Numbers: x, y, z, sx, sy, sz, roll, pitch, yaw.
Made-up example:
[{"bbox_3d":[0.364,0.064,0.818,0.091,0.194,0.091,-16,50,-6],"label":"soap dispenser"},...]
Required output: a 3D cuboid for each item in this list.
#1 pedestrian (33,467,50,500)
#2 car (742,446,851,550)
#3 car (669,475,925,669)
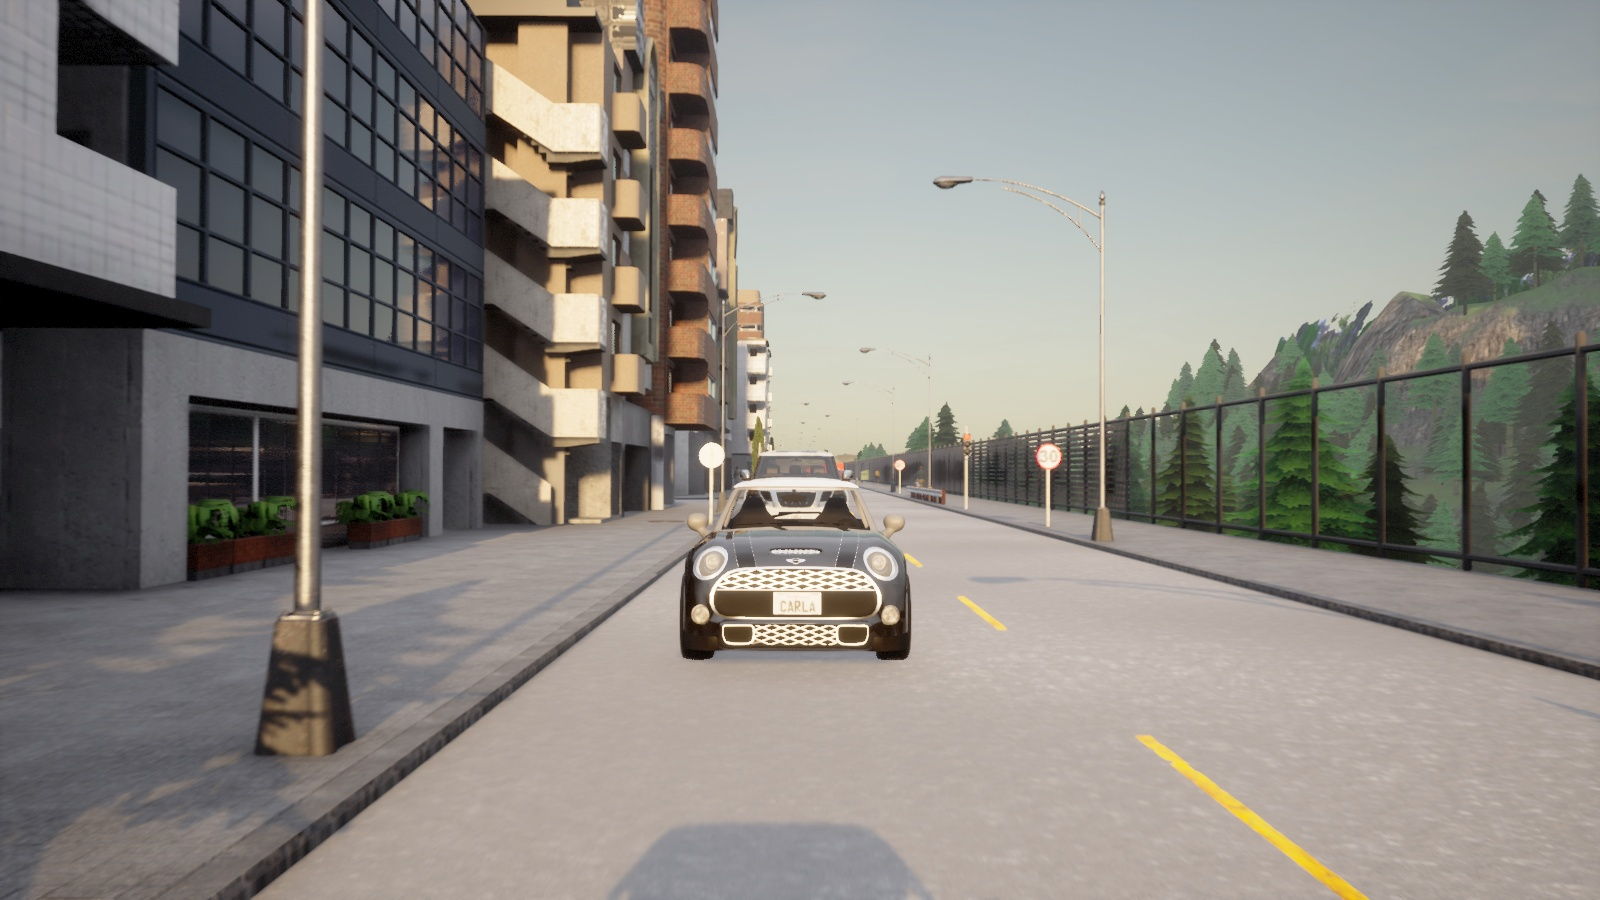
[{"bbox_3d":[-42.420,1.868,70.259,0.726,1.835,0.370,0,-1,0],"label":"pedestrian"},{"bbox_3d":[-0.072,0.996,27.595,2.150,2.045,5.566,0,-1,0],"label":"car"},{"bbox_3d":[-0.030,0.974,11.580,1.970,1.475,3.806,0,-1,0],"label":"car"}]
